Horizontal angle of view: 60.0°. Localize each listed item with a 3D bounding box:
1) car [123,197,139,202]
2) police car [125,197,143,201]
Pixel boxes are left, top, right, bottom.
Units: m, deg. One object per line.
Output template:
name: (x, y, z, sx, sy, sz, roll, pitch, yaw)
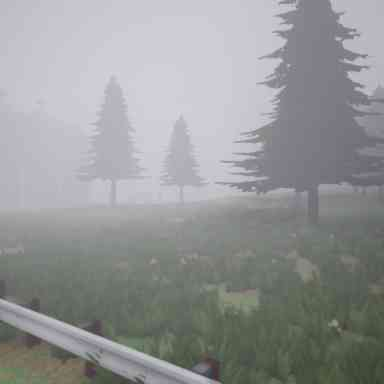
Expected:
car: (-17.099, 2.138, 93.186, 1.816, 1.474, 4.193, -1, 0, 35)
police car: (-9.716, 1.815, 56.221, 2.038, 1.542, 4.974, -1, 0, 35)
